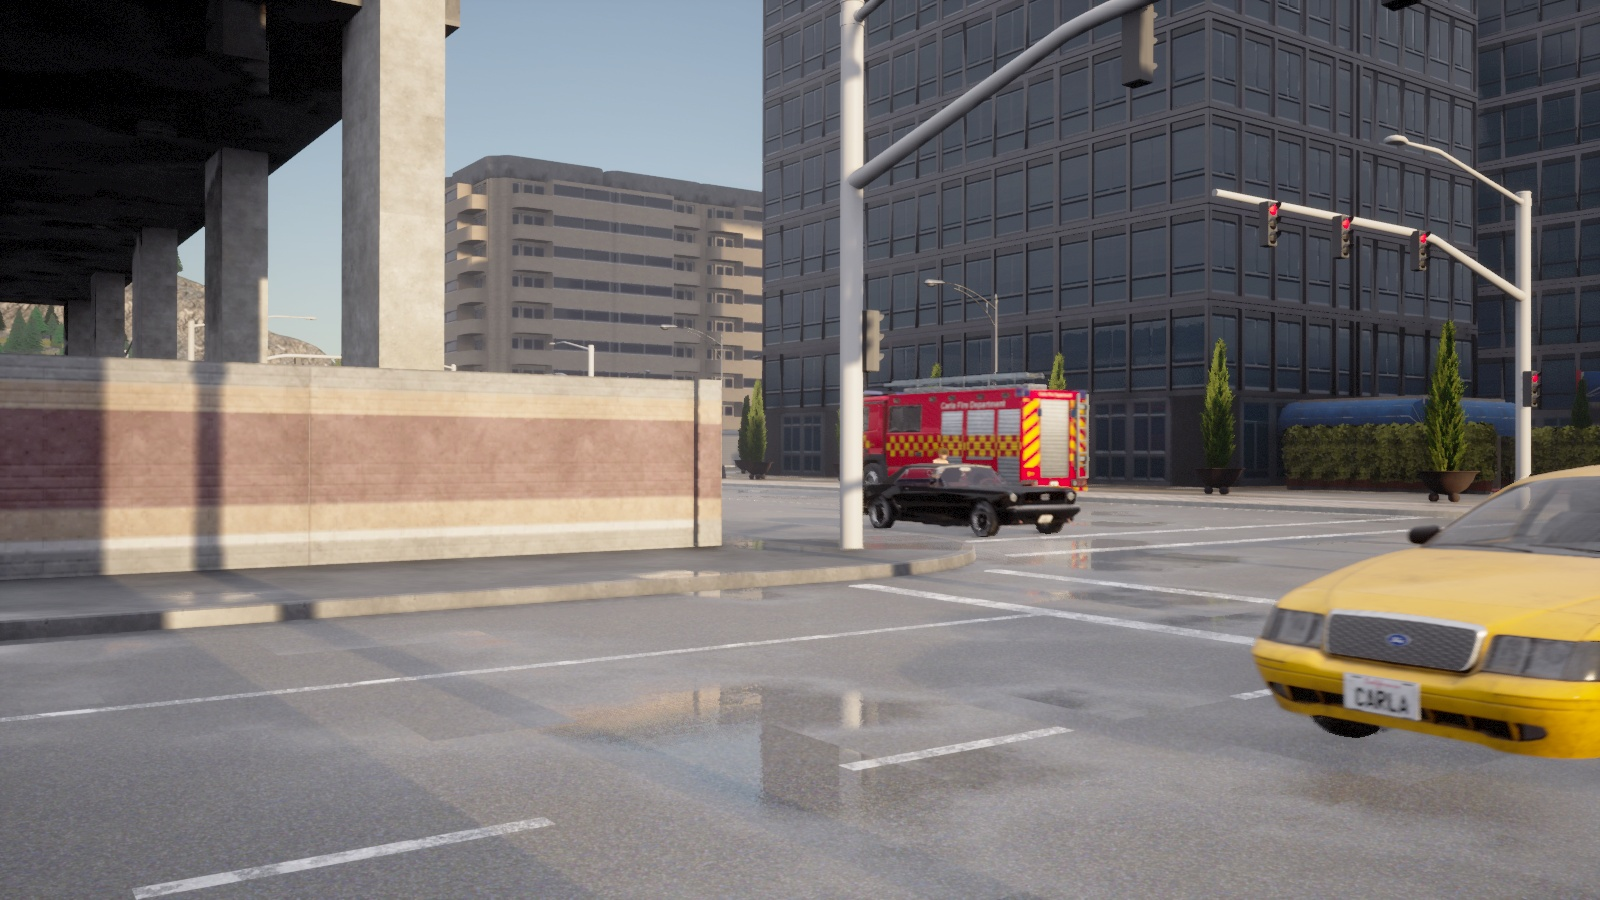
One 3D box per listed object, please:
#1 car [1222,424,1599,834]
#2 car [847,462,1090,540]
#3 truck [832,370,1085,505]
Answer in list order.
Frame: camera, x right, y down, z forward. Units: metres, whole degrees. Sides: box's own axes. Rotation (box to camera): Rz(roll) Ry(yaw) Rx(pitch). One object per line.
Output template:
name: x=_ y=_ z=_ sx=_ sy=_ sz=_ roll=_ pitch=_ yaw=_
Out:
car: x=4.795 y=0.691 z=7.045 sx=5.366 sy=1.575 sz=1.801 roll=0 pitch=0 yaw=-36
car: x=3.075 y=0.897 z=23.983 sx=1.895 sy=1.301 sz=4.718 roll=0 pitch=0 yaw=-35
truck: x=4.760 y=-0.333 z=39.769 sx=2.891 sy=3.827 sz=8.468 roll=0 pitch=0 yaw=-36
